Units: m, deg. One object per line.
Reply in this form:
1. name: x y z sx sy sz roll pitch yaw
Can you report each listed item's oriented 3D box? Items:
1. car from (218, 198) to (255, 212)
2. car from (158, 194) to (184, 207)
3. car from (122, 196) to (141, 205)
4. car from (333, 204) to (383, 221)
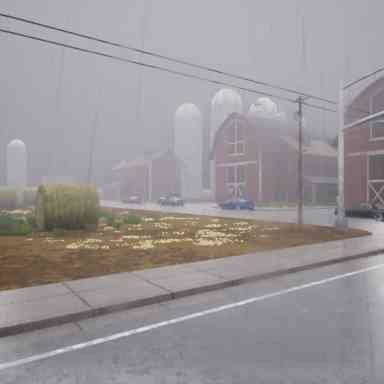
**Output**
1. car: 5.030 1.451 38.655 1.882 1.535 5.008 0 0 -36
2. car: -3.016 1.451 49.472 1.812 1.442 4.674 -1 1 -36
3. car: -10.951 1.499 60.223 1.812 1.442 4.674 0 0 -36
4. car: 13.916 1.574 26.667 1.895 1.301 4.718 0 0 -36
